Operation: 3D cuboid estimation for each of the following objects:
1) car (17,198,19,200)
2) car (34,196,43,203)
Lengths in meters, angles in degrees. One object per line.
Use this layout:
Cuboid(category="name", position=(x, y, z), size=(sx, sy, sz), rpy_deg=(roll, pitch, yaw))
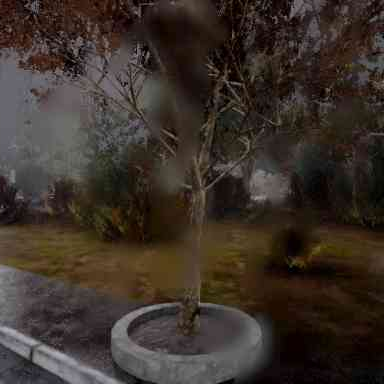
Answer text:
Cuboid(category="car", position=(-22.076, 1.217, 44.936), size=(2.033, 1.411, 5.357), rpy_deg=(1, 0, 32))
Cuboid(category="car", position=(-16.152, 1.209, 40.825), size=(1.882, 1.535, 5.008), rpy_deg=(1, 0, 32))
